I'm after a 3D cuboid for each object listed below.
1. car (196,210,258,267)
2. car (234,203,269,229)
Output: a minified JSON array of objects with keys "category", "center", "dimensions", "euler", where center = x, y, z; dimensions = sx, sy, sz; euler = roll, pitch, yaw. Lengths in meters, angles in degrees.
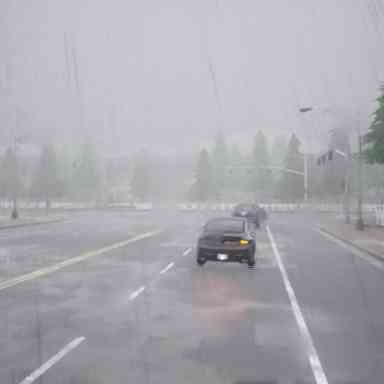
[{"category":"car","center":[1.367,1.653,12.093],"dimensions":[1.837,1.490,4.892],"euler":[0,0,11]},{"category":"car","center":[4.640,1.668,26.516],"dimensions":[2.097,1.767,4.553],"euler":[0,-1,23]}]
